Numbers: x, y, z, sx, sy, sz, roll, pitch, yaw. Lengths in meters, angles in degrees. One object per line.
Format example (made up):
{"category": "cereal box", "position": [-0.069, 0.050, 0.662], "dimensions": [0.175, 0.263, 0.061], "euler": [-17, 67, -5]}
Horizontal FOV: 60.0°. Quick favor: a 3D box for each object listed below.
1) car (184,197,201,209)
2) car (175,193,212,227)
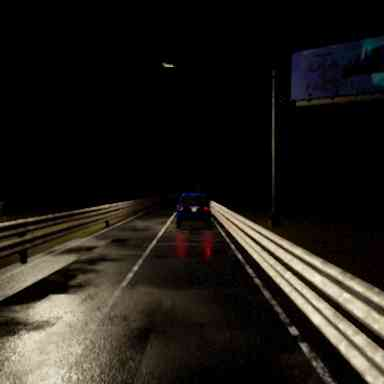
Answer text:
{"category": "car", "position": [0.081, 1.330, 41.757], "dimensions": [2.033, 1.411, 5.357], "euler": [0, 0, 0]}
{"category": "car", "position": [0.095, 1.106, 22.013], "dimensions": [2.150, 2.045, 5.566], "euler": [0, 0, -1]}
